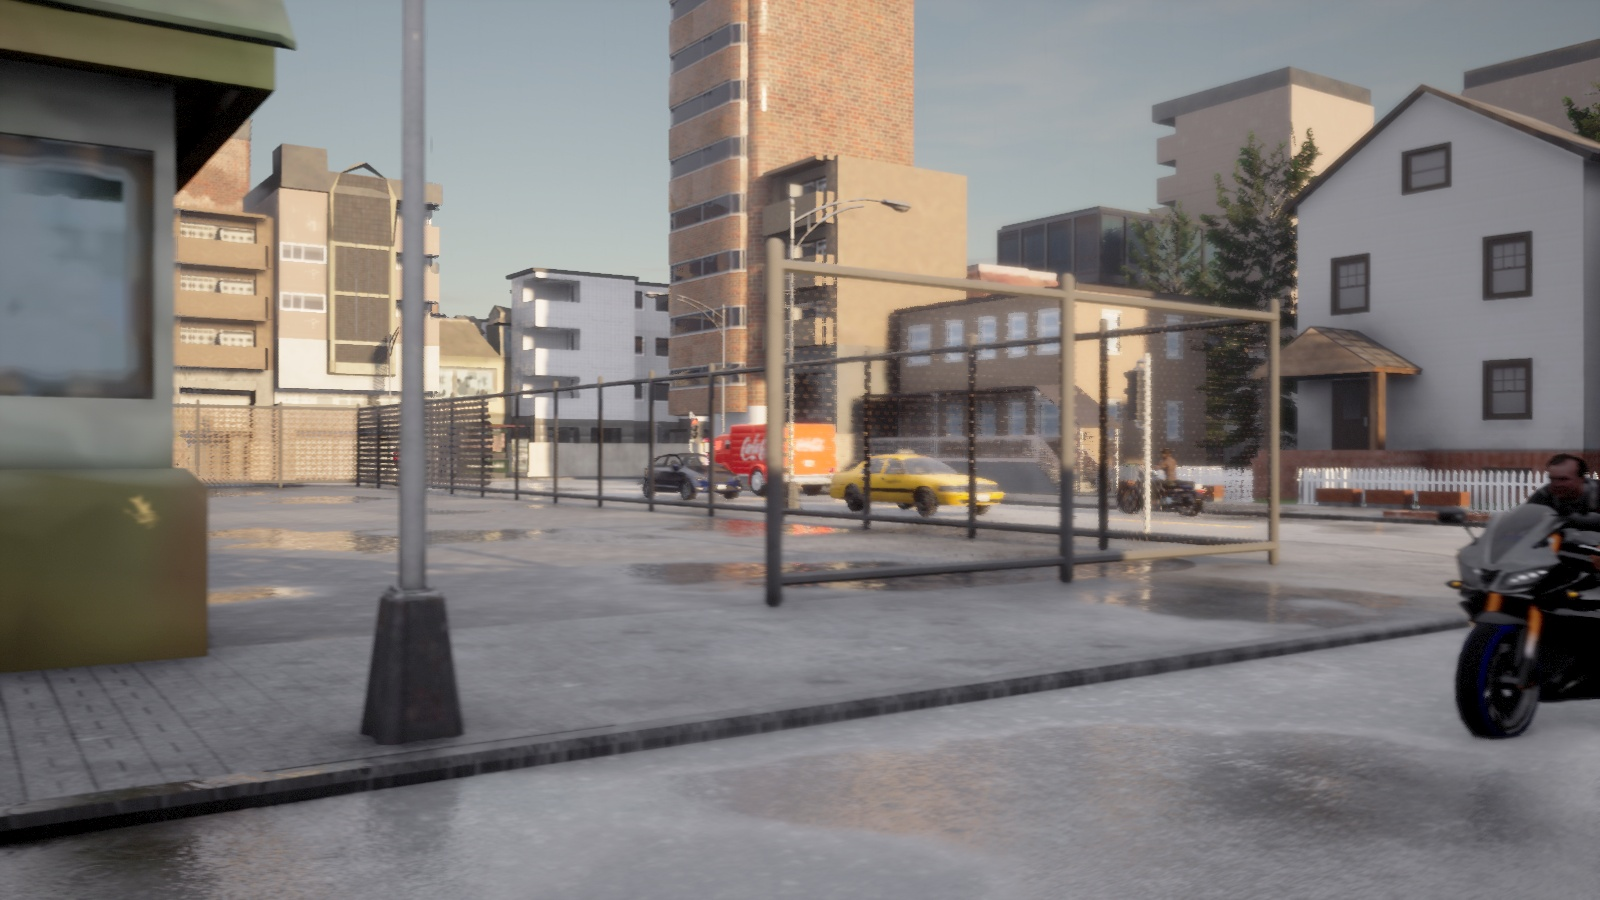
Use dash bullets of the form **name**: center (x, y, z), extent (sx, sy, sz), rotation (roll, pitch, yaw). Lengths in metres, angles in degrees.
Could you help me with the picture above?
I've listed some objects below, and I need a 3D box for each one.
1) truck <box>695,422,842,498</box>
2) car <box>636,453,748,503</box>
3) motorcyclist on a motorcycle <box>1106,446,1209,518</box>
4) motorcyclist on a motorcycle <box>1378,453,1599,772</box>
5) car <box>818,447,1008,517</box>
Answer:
- **truck**: center (-1.179, 0.348, 43.709), extent (2.627, 2.467, 5.204), rotation (0, 0, -36)
- **car**: center (-3.498, 0.850, 40.038), extent (1.816, 1.474, 4.193), rotation (0, 0, -32)
- **motorcyclist on a motorcycle**: center (8.489, 0.736, 29.934), extent (0.766, 1.649, 2.350), rotation (0, 0, -38)
- **motorcyclist on a motorcycle**: center (4.286, 0.783, 6.995), extent (2.191, 1.530, 0.866), rotation (0, 0, -32)
- **car**: center (2.661, 0.742, 31.070), extent (1.801, 1.575, 5.366), rotation (0, 0, -32)
